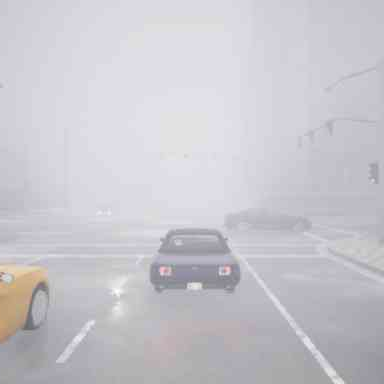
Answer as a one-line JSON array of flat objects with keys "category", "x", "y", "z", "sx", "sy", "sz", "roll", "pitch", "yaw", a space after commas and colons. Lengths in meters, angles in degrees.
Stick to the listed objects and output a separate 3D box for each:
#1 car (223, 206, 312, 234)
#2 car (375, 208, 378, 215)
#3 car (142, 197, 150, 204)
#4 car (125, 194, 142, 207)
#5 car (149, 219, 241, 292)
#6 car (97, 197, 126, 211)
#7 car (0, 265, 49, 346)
[{"category": "car", "x": 4.295, "y": 1.555, "z": 19.206, "sx": 5.008, "sy": 1.535, "sz": 1.882, "roll": 0, "pitch": 0, "yaw": 0}, {"category": "car", "x": 19.092, "y": 1.716, "z": 29.732, "sx": 4.718, "sy": 1.301, "sz": 1.895, "roll": 0, "pitch": 0, "yaw": 0}, {"category": "car", "x": -10.319, "y": 1.818, "z": 72.906, "sx": 2.033, "sy": 1.411, "sz": 5.357, "roll": 0, "pitch": 0, "yaw": 1}, {"category": "car", "x": -10.609, "y": 1.437, "z": 57.742, "sx": 2.150, "sy": 2.045, "sz": 5.566, "roll": 0, "pitch": 1, "yaw": 1}, {"category": "car", "x": 0.057, "y": 1.636, "z": 8.983, "sx": 1.895, "sy": 1.301, "sz": 4.718, "roll": 0, "pitch": 0, "yaw": 0}, {"category": "car", "x": -10.783, "y": 1.719, "z": 43.917, "sx": 2.033, "sy": 1.411, "sz": 5.357, "roll": 0, "pitch": 0, "yaw": 3}, {"category": "car", "x": -3.448, "y": 1.493, "z": 3.878, "sx": 1.882, "sy": 1.535, "sz": 5.008, "roll": 0, "pitch": 0, "yaw": 0}]
